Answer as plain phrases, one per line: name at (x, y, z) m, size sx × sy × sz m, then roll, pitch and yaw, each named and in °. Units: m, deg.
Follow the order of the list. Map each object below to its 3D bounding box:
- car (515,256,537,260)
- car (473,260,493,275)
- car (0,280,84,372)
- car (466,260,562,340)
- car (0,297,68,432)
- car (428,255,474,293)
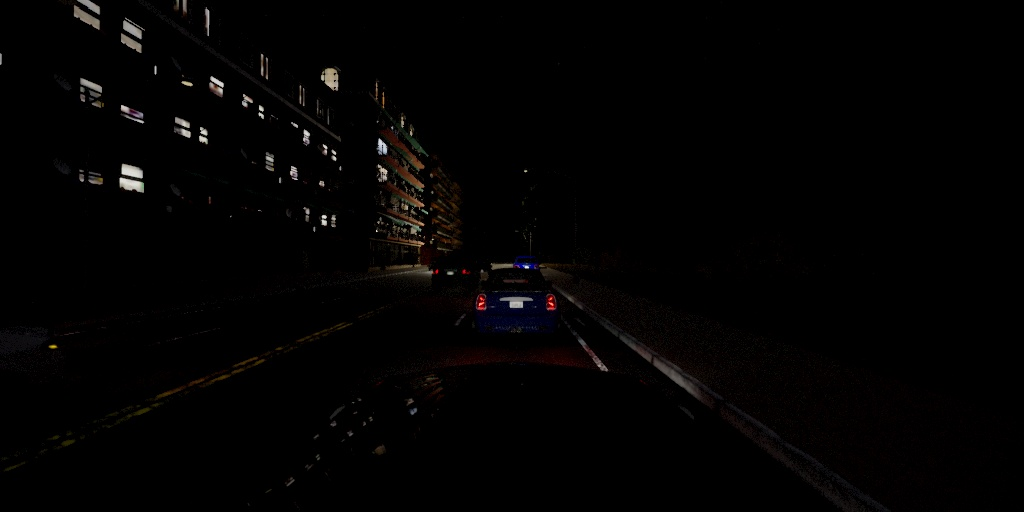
car at (1.140, 0.979, 30.076) m, size 2.150 × 2.045 × 5.566 m, roll 0°, pitch 0°, yaw 0°
car at (-3.148, 1.260, 39.948) m, size 1.837 × 1.490 × 4.892 m, roll 0°, pitch 0°, yaw 0°
car at (-9.851, 1.242, 4.909) m, size 2.128 × 1.511 × 4.902 m, roll 0°, pitch 0°, yaw 0°
car at (0.099, 1.103, 10.122) m, size 2.097 × 1.767 × 4.553 m, roll 0°, pitch 0°, yaw 0°
car at (-6.602, 1.276, 2.624) m, size 1.812 × 1.442 × 4.674 m, roll 0°, pitch 0°, yaw 0°
car at (-3.149, 0.975, 20.984) m, size 2.150 × 2.045 × 5.566 m, roll 0°, pitch 0°, yaw 0°
